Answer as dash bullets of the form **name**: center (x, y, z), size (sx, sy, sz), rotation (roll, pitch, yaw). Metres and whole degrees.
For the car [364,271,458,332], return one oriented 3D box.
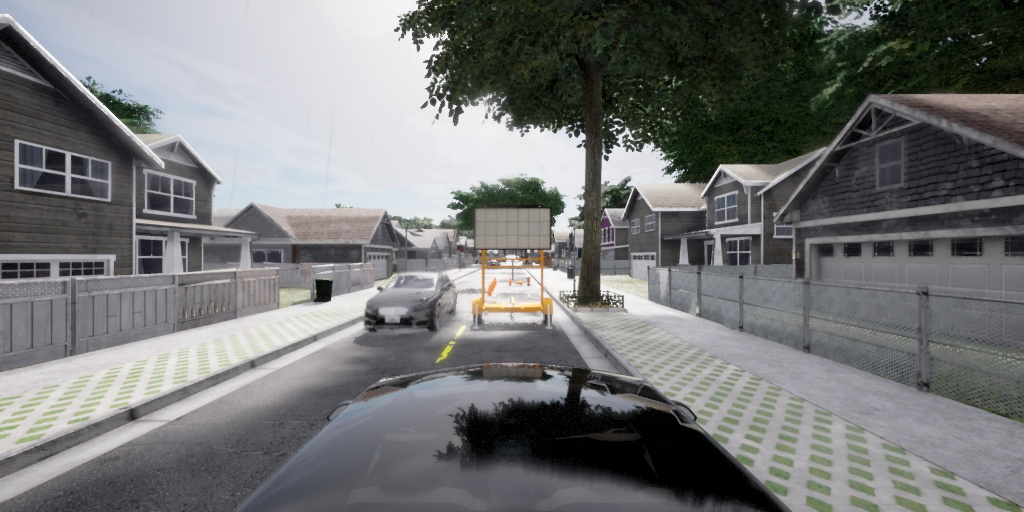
- **car**: center (-2.836, 1.240, 10.965), size (2.128, 1.511, 4.902), rotation (0, 0, 0)

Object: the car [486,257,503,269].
- **car**: center (-2.750, 1.262, 52.797), size (1.994, 1.385, 4.181), rotation (0, 0, 0)

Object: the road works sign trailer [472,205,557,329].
- **road works sign trailer**: center (0.023, 0.213, 11.244), size (2.380, 3.560, 2.880), rotation (0, 0, 0)
